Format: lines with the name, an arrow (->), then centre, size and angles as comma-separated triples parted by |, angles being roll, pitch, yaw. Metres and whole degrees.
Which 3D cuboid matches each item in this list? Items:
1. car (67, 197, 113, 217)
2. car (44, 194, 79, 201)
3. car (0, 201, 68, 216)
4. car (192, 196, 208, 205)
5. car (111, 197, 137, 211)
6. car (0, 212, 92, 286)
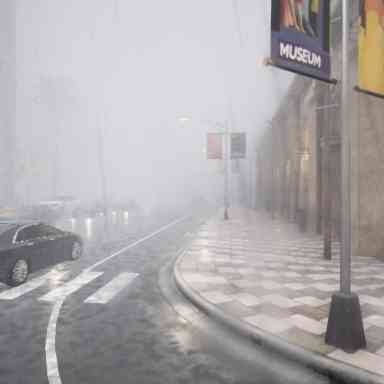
car -> -9.396, 1.526, 31.063 | 1.812, 1.442, 4.674 | 0, 0, 7
car -> -12.780, 1.221, 32.238 | 2.150, 2.045, 5.566 | 0, 0, 7
car -> -10.540, 1.547, 21.705 | 2.033, 1.411, 5.357 | 0, 0, 7
car -> 1.376, 1.503, 56.735 | 2.128, 1.511, 4.902 | -1, 0, 15
car -> -8.130, 1.526, 40.871 | 1.812, 1.442, 4.674 | 0, 0, 7
car -> -4.834, 1.553, 9.450 | 1.837, 1.490, 4.892 | 0, 0, 7
